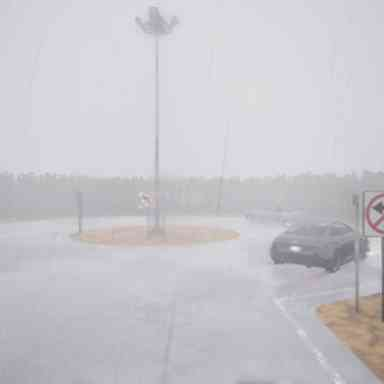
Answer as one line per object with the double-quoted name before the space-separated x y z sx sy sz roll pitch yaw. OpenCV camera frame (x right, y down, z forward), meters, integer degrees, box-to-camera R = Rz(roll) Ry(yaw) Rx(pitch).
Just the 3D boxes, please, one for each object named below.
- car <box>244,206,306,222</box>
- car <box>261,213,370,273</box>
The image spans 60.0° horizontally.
"car" 5.993 1.634 24.338 1.895 1.301 4.718 0 0 -36
"car" 4.290 1.580 10.920 1.994 1.385 4.181 0 0 43
